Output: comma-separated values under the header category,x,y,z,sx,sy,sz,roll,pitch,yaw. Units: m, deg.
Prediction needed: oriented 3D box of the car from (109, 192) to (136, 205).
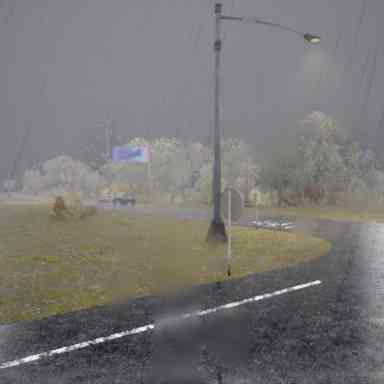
category,x,y,z,sx,sy,sz,roll,pitch,yaw
car,-11.049,1.081,54.091,2.150,2.045,5.566,0,0,-33

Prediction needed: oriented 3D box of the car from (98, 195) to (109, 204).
category,x,y,z,sx,sy,sz,roll,pitch,yaw
car,-15.830,1.335,61.228,2.128,1.511,4.902,0,0,-34
